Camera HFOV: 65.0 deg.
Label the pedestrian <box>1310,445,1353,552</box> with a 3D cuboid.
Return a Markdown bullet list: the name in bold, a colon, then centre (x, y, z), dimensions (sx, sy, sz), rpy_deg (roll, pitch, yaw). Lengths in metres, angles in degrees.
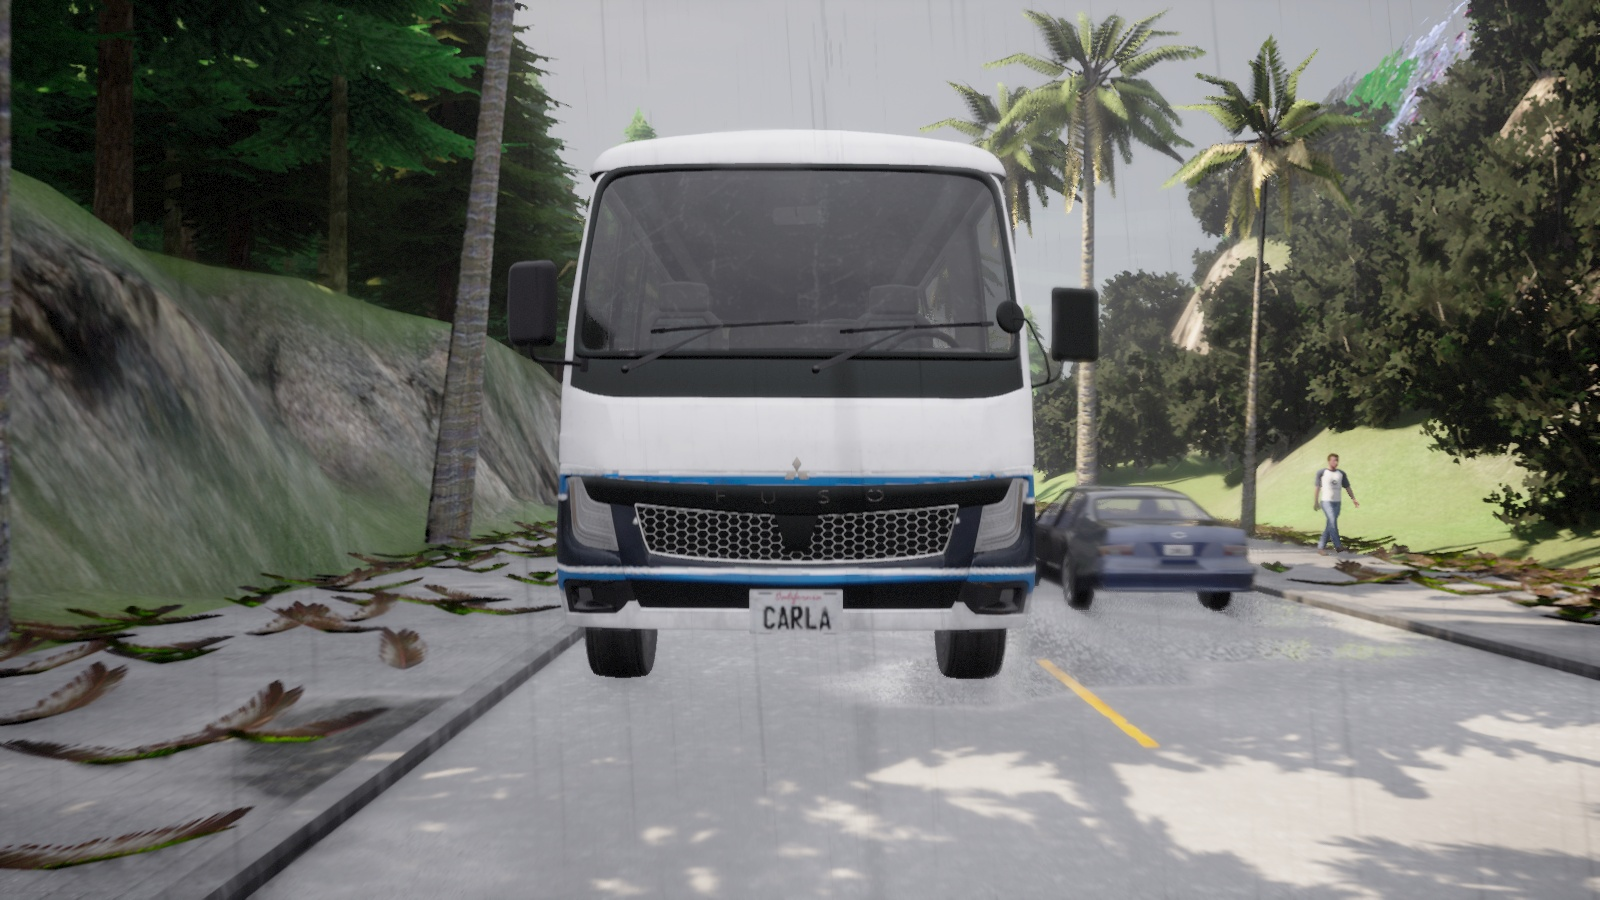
- **pedestrian**: centre (9.310, 0.846, 22.014), dimensions (0.354, 1.836, 0.706), rpy_deg (0, -1, -9)

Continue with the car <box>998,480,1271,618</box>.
- **car**: centre (3.966, 1.114, 15.996), dimensions (2.033, 1.411, 5.357), rpy_deg (0, -1, 0)

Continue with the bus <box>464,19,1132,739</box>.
- **bus**: centre (-0.033, -0.351, 12.581), dimensions (3.944, 4.253, 10.273), rpy_deg (0, -1, 0)
